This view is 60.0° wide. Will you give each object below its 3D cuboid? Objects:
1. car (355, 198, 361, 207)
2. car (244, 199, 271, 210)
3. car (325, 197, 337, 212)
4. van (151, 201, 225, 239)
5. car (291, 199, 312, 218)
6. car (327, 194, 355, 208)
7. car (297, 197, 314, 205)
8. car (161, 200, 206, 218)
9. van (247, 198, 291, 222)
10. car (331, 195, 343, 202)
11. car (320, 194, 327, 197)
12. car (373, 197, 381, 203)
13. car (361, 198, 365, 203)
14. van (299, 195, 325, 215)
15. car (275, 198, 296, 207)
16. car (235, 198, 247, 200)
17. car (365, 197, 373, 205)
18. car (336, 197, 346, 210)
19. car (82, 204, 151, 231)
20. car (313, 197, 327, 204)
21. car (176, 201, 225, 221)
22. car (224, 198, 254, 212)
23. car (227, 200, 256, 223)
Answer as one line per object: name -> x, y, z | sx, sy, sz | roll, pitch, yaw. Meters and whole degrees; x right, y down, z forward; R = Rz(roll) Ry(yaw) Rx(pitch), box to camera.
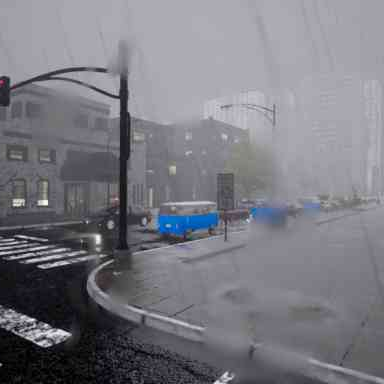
car -> 25.269, 1.517, 53.800 | 2.192, 1.841, 5.009 | 0, 0, 35
car -> 8.909, 1.629, 45.057 | 1.887, 1.381, 4.507 | 0, 0, 35
car -> 15.859, 1.671, 40.372 | 1.752, 1.417, 4.829 | 0, 0, 35
van -> -0.081, 1.407, 17.622 | 1.690, 1.788, 3.998 | 0, 0, 35
car -> 9.423, 1.656, 31.188 | 1.887, 1.381, 4.507 | 0, 0, 35
car -> 22.100, 1.497, 49.278 | 2.192, 1.841, 5.009 | 0, 0, 35
car -> 21.583, 1.706, 63.144 | 1.887, 1.381, 4.507 | 0, 0, 35
car -> -0.695, 1.558, 31.351 | 1.752, 1.417, 4.829 | 0, 0, 35
van -> 6.256, 1.436, 26.667 | 1.690, 1.788, 3.998 | 0, 0, 35
car -> 37.426, 1.713, 85.755 | 1.967, 1.590, 4.097 | 0, 0, 35
car -> 21.569, 1.396, 53.023 | 2.150, 2.045, 5.566 | 1, 0, 35
car -> 44.279, 1.900, 80.932 | 1.947, 1.339, 4.313 | 0, 0, 35
car -> 28.534, 1.748, 58.461 | 1.752, 1.417, 4.829 | 0, 0, 35
van -> 12.593, 1.469, 35.711 | 1.690, 1.788, 3.998 | 0, 0, 35
car -> 15.246, 1.666, 54.100 | 1.887, 1.381, 4.507 | 0, 0, 35
car -> 6.501, 1.604, 37.077 | 1.812, 1.442, 4.674 | 1, 0, 35
car -> 34.773, 1.810, 67.365 | 1.887, 1.381, 4.507 | 0, 0, 35
car -> 18.929, 1.729, 44.754 | 1.947, 1.339, 4.313 | 0, 0, 35
car -> -4.644, 1.529, 21.199 | 1.837, 1.490, 4.892 | 1, 0, 35
car -> 27.822, 1.729, 72.049 | 1.752, 1.417, 4.829 | 0, 0, 35
car -> 0.820, 1.554, 28.994 | 1.837, 1.490, 4.892 | 1, 0, 35
car -> 5.741, 1.507, 40.535 | 1.967, 1.590, 4.097 | 0, 0, 35
car -> 3.135, 1.635, 26.748 | 1.994, 1.385, 4.181 | 1, 0, 35
